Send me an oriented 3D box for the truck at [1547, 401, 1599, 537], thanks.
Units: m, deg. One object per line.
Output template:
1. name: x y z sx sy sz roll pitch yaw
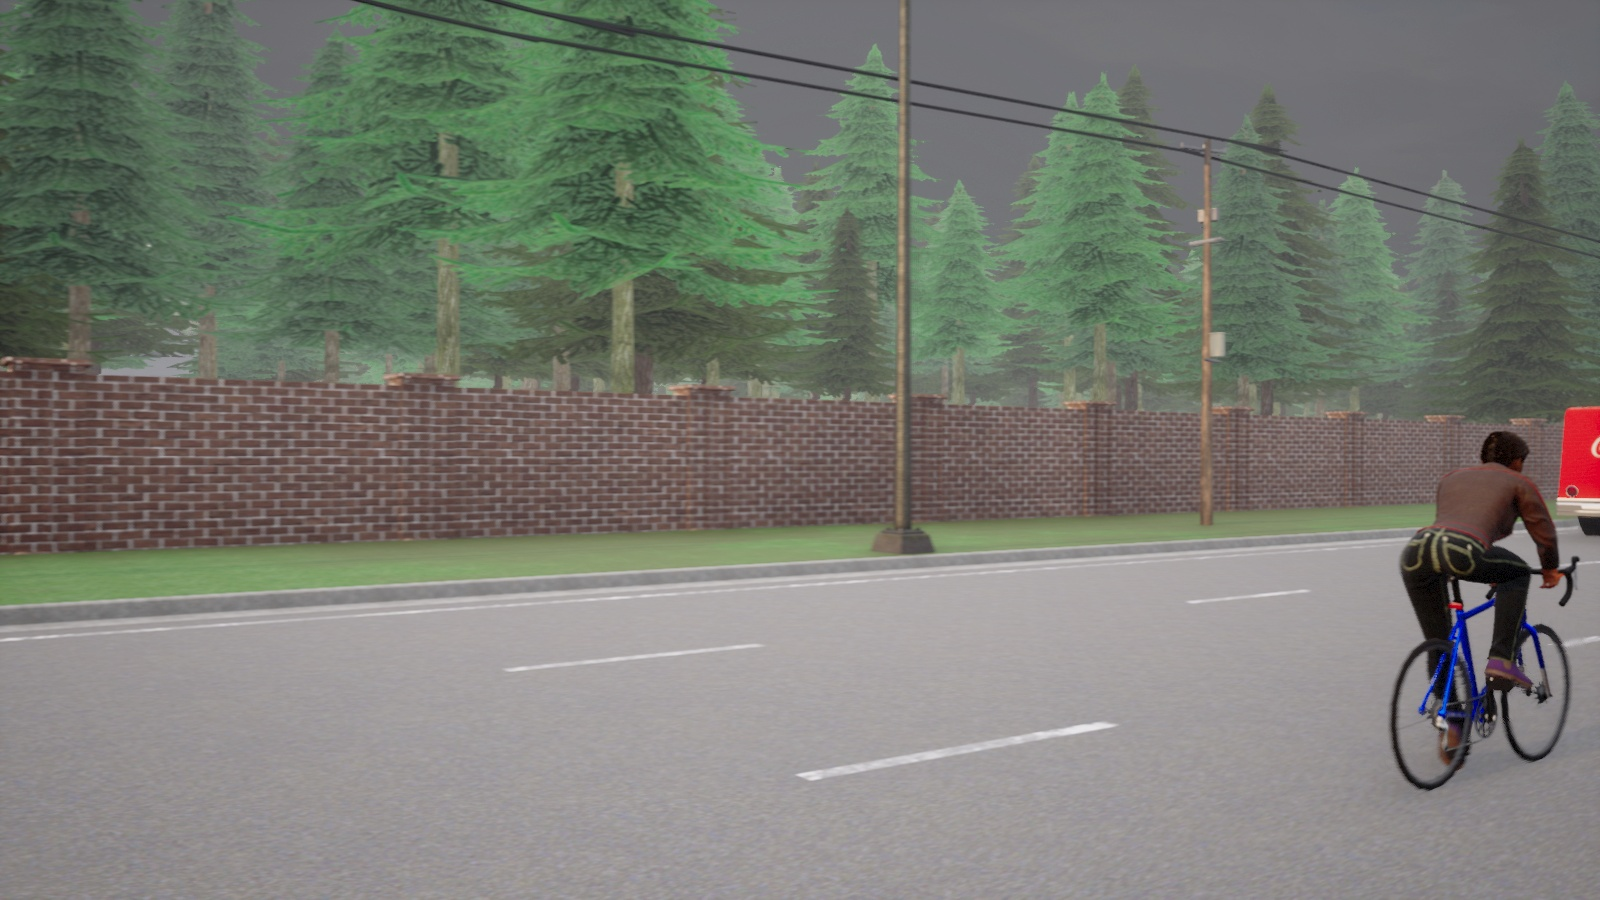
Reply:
1. truck: 16.883 0.356 23.938 5.204 2.467 2.627 0 0 -35

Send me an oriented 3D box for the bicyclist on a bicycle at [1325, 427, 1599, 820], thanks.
1. bicyclist on a bicycle: 3.212 0.722 5.894 1.656 1.620 0.582 1 0 -35
